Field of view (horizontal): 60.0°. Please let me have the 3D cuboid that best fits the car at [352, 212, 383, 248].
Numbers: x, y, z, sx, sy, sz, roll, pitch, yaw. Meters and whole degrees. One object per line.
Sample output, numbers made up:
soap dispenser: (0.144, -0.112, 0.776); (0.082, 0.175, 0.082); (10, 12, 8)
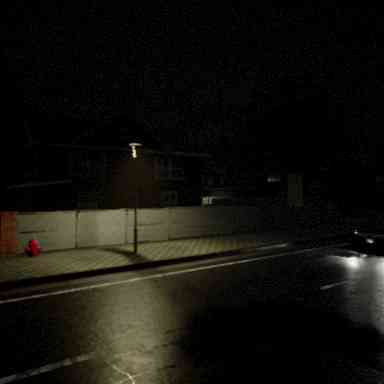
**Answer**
car: (8.442, 1.526, 13.578); (4.674, 1.442, 1.812); (0, 0, -35)
